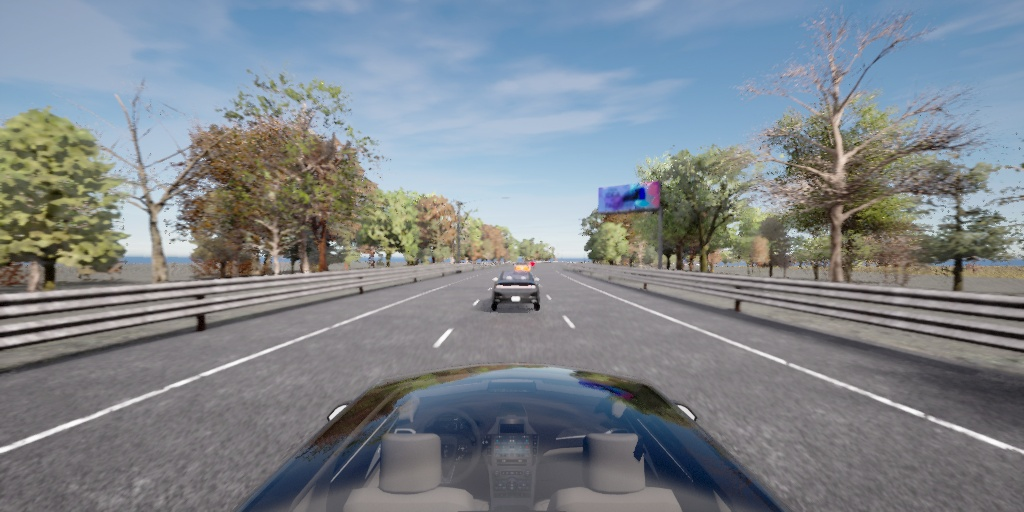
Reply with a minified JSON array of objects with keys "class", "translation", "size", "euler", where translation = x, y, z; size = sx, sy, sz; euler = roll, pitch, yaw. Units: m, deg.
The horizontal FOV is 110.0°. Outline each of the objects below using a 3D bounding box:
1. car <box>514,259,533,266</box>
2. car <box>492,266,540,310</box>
[{"class":"car","translation":[1.314,1.500,45.431],"size":[2.097,1.767,4.553],"euler":[0,-1,3]},{"class":"car","translation":[0.179,1.360,15.386],"size":[2.128,1.511,4.902],"euler":[0,0,1]}]
